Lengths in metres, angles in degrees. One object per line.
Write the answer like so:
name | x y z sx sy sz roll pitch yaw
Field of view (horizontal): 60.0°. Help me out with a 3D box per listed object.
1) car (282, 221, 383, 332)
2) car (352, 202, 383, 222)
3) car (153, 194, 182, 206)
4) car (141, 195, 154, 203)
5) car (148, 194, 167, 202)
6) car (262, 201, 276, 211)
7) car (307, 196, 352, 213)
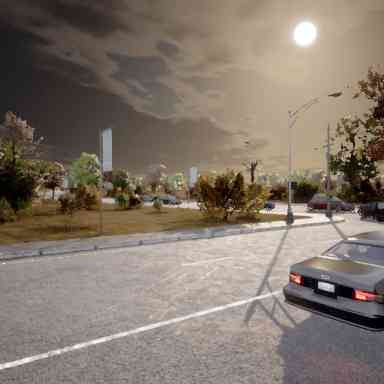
car | 4.143 1.528 6.719 5.357 1.411 2.033 0 0 -36
car | 13.740 1.408 23.930 2.033 1.411 5.357 0 0 8
car | -3.471 1.349 51.307 1.837 1.490 4.892 -1 1 -39
car | -9.242 1.319 64.170 2.128 1.511 4.902 -1 0 -39
car | -7.658 1.258 73.405 1.882 1.535 5.008 -1 0 -38
car | 7.221 1.317 38.046 1.882 1.535 5.008 -1 0 -39
car | 14.445 1.165 34.678 2.097 1.767 4.553 -1 0 -39
